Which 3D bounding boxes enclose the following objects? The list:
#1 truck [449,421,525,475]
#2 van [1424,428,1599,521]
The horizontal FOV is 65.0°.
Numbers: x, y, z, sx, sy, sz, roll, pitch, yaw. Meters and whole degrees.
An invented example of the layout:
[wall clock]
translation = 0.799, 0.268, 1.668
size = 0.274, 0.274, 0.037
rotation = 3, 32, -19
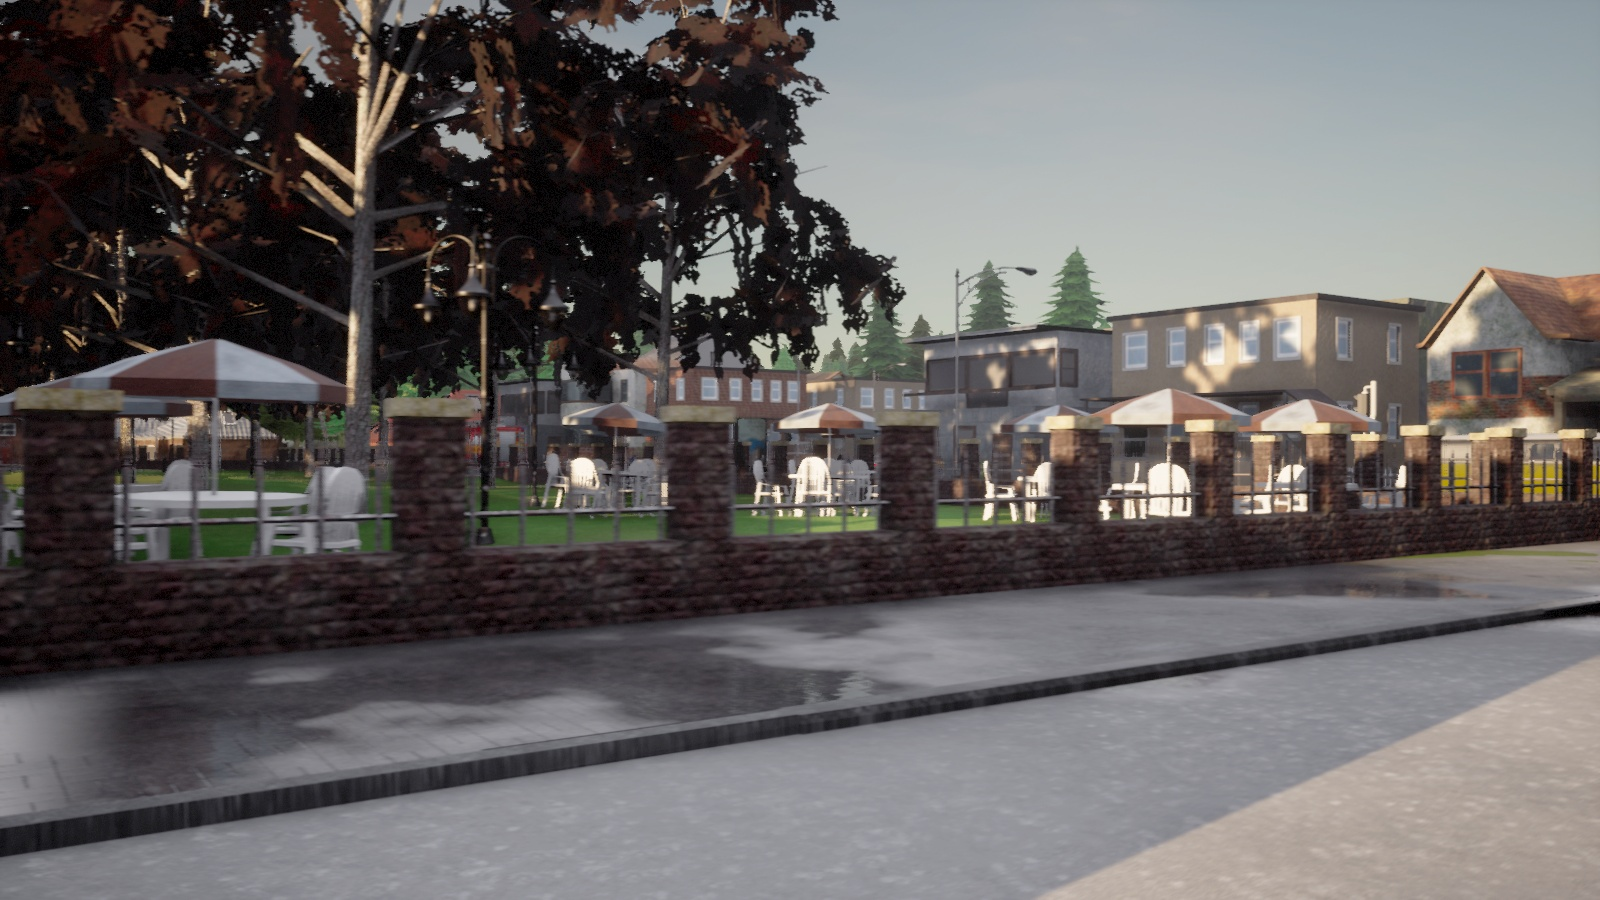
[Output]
[truck]
translation = -23.476, -0.138, 93.854
size = 2.891, 3.827, 8.468
rotation = 0, 0, -33
[van]
translation = 17.021, 0.533, 28.922
size = 1.775, 1.987, 4.442
rotation = 0, 0, -35
